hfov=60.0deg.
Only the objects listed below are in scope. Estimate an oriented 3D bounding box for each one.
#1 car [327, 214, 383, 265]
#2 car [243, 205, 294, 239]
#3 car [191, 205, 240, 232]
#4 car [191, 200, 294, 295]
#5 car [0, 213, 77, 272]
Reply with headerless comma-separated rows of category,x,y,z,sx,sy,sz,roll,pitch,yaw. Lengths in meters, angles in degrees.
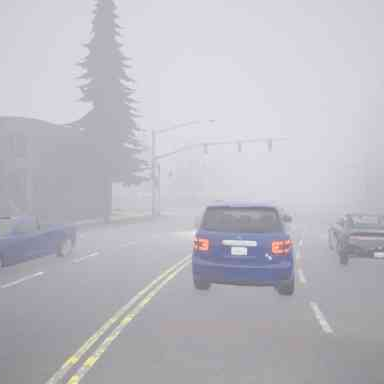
car,5.817,1.492,11.354,2.128,1.511,4.902,0,0,17
car,4.473,1.547,18.726,2.033,1.411,5.357,0,0,21
car,1.591,1.576,21.086,1.994,1.385,4.181,0,0,20
car,1.489,1.221,8.990,2.150,2.045,5.566,0,0,13
car,-5.586,1.477,10.300,1.882,1.535,5.008,0,0,14
